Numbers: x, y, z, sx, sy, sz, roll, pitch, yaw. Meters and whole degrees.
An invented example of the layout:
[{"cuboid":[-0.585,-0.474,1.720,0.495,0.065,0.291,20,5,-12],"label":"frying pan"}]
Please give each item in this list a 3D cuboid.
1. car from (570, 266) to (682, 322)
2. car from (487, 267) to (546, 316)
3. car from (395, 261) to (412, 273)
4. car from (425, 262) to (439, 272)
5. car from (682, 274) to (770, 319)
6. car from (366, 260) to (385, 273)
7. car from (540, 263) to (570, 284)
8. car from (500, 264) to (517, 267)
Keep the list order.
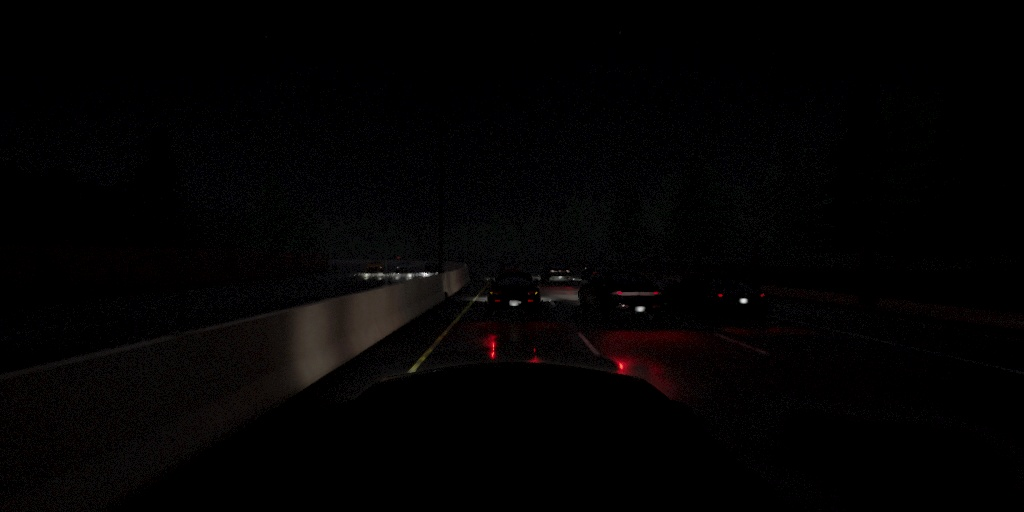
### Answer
[{"cuboid":[3.565,1.264,12.360,2.128,1.511,4.902,0,0,0],"label":"car"},{"cuboid":[0.069,1.301,13.493,1.812,1.442,4.674,0,0,0],"label":"car"},{"cuboid":[-13.692,1.370,45.651,1.812,1.442,4.674,0,0,-15],"label":"car"},{"cuboid":[-10.613,1.450,47.748,1.895,1.301,4.718,0,0,-15],"label":"car"},{"cuboid":[7.069,1.338,12.934,1.994,1.385,4.181,0,0,0],"label":"car"},{"cuboid":[-17.245,1.321,45.422,1.882,1.535,5.008,0,0,-16],"label":"car"},{"cuboid":[3.290,1.298,27.641,2.128,1.511,4.902,0,0,-3],"label":"car"},{"cuboid":[-0.255,1.334,28.620,1.812,1.442,4.674,0,0,-3],"label":"car"}]
